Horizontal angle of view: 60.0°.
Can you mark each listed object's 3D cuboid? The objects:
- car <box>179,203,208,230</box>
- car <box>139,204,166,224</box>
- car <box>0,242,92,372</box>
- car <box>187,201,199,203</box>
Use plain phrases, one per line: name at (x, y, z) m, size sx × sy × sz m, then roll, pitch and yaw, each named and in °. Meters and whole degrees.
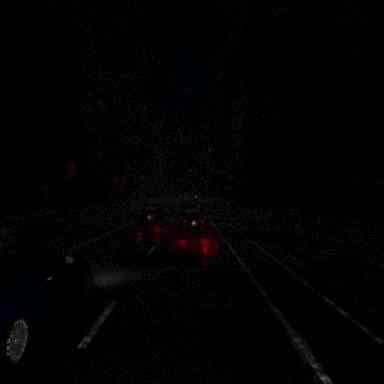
car at (0.111, 1.692, 22.187) m, size 1.812 × 1.442 × 4.674 m, roll 0°, pitch 0°, yaw 0°
car at (-3.140, 1.727, 27.012) m, size 1.812 × 1.442 × 4.674 m, roll 0°, pitch 0°, yaw 0°
car at (-3.151, 1.568, 5.594) m, size 1.812 × 1.442 × 4.674 m, roll 0°, pitch 0°, yaw 0°
car at (0.124, 1.774, 38.527) m, size 2.128 × 1.511 × 4.902 m, roll 0°, pitch 0°, yaw 0°
